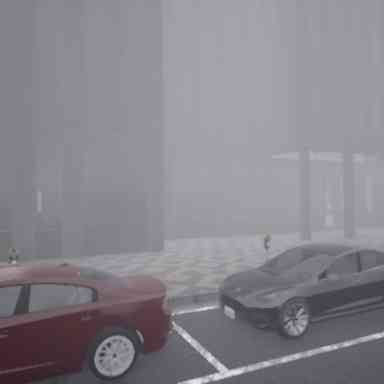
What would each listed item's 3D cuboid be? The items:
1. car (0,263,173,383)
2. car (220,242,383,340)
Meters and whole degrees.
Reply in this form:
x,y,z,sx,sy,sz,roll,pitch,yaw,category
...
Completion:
x,y,z,sx,sy,sz,roll,pitch,yaw,category
-2.490,1.699,4.421,4.507,1.381,1.887,0,-2,-24,car
2.647,1.749,6.740,4.313,1.339,1.947,0,-2,-24,car
